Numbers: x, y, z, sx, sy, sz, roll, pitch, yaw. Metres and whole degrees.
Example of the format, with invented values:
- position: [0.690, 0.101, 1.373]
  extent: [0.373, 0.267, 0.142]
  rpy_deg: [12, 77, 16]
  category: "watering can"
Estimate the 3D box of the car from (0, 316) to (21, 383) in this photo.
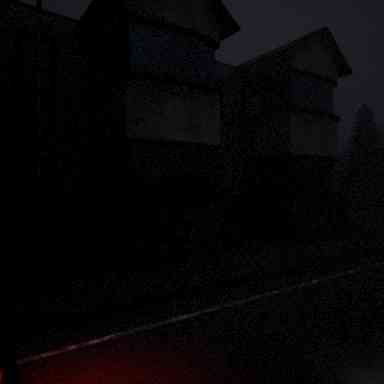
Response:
- position: [-3.555, 1.488, 1.438]
  extent: [5.008, 1.535, 1.882]
  rpy_deg: [0, 0, -36]
  category: "car"
